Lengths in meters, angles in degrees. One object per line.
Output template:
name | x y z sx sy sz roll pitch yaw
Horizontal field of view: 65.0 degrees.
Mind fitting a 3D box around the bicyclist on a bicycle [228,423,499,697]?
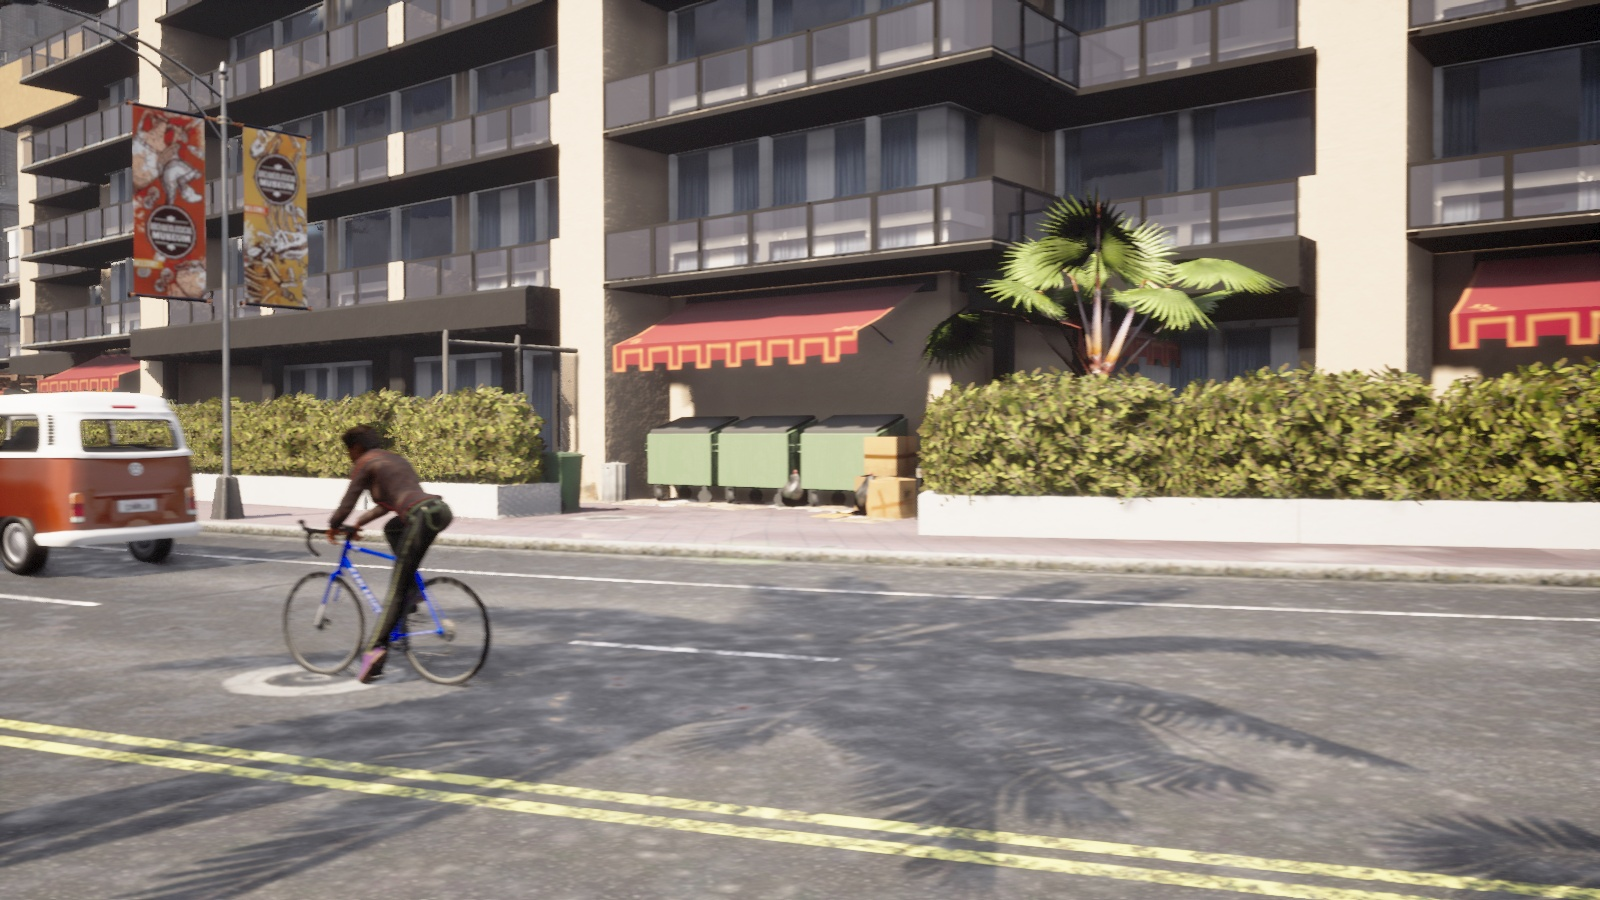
bicyclist on a bicycle | -2.785 0.645 7.997 1.656 1.620 0.582 0 1 22

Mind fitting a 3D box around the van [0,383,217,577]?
van | -9.416 0.278 15.147 4.480 2.038 2.069 1 1 29
